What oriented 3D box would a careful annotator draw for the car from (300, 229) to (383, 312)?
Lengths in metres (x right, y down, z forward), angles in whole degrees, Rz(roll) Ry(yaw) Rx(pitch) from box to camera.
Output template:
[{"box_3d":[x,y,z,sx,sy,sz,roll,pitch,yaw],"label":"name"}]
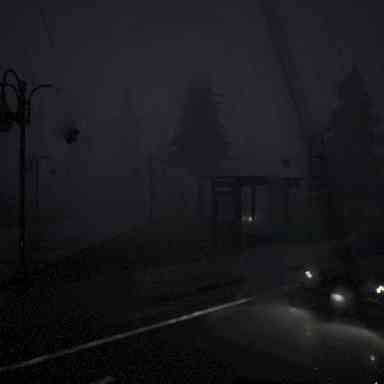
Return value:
[{"box_3d":[4.829,1.620,7.915,5.357,1.411,2.033,1,-1,-38],"label":"car"}]
